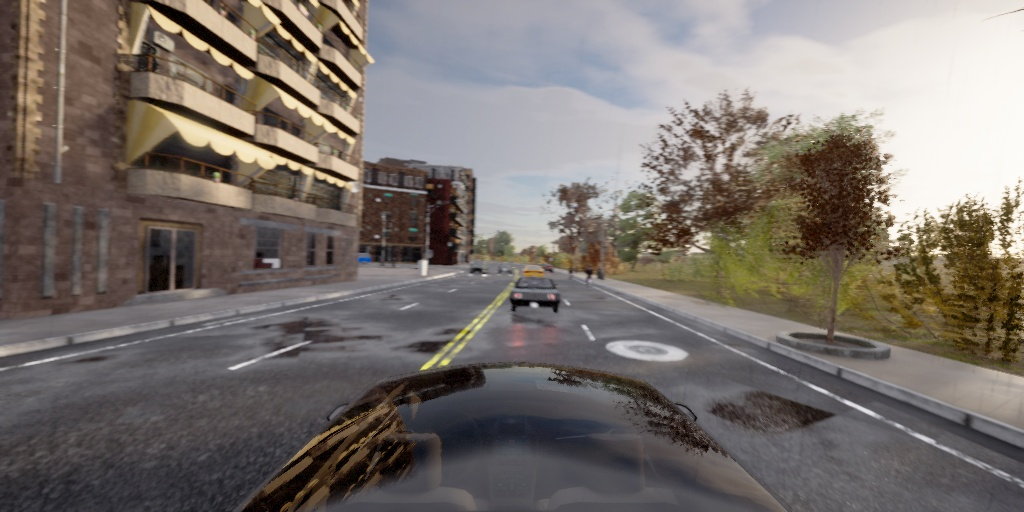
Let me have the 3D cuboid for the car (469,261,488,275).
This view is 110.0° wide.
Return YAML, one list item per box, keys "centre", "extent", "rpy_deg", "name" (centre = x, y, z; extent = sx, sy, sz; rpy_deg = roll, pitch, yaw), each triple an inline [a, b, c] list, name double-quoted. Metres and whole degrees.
- centre: [-4.223, 1.417, 46.210]
  extent: [2.097, 1.767, 4.553]
  rpy_deg: [2, 0, 1]
  name: "car"

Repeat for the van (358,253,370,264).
- centre: [-25.207, 0.413, 58.461]
  extent: [3.998, 1.789, 1.690]
  rpy_deg: [0, 0, -28]
  name: "van"

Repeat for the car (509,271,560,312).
- centre: [0.977, 1.521, 15.258]
  extent: [1.895, 1.301, 4.718]
  rpy_deg: [2, -1, 4]
  name: "car"

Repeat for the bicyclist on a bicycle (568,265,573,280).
- centre: [6.184, 1.765, 37.708]
  extent: [0.582, 1.620, 1.656]
  rpy_deg: [2, -1, 2]
  name: "bicyclist on a bicycle"

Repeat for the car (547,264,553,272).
- centre: [5.808, 2.026, 60.244]
  extent: [1.837, 1.490, 4.892]
  rpy_deg: [2, 0, 0]
  name: "car"

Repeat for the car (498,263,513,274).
- centre: [-0.886, 1.694, 49.192]
  extent: [2.128, 1.511, 4.902]
  rpy_deg: [2, -1, 1]
  name: "car"

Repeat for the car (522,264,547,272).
- centre: [1.967, 1.613, 33.337]
  extent: [1.882, 1.535, 5.008]
  rpy_deg: [2, -1, 2]
  name: "car"

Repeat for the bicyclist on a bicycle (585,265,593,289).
- centre: [5.708, 1.558, 26.656]
  extent: [0.659, 1.776, 1.843]
  rpy_deg: [2, 0, 3]
  name: "bicyclist on a bicycle"
